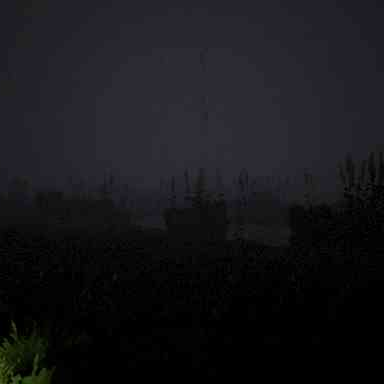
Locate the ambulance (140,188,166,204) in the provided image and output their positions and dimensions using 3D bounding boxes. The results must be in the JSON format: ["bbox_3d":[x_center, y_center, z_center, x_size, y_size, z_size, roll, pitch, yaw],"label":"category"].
[{"bbox_3d":[-5.404,0.671,53.725,2.351,2.431,6.366,-1,-2,43],"label":"ambulance"}]
